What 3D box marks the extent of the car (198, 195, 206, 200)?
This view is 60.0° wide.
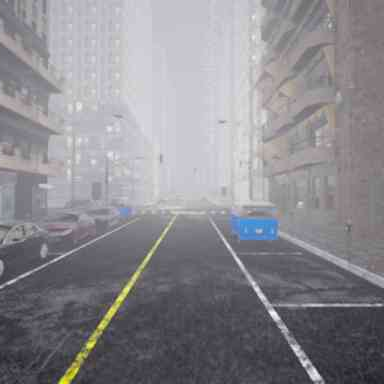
[{"bbox_3d":[2.711,1.501,92.283,1.947,1.339,4.313,1,0,0],"label":"car"}]

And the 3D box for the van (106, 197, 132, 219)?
[{"bbox_3d":[-5.807,1.323,26.273,1.690,1.788,3.998,1,0,0],"label":"van"}]

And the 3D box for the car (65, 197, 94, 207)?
[{"bbox_3d":[-16.488,1.464,48.920,4.097,1.590,1.967,0,-1,0],"label":"car"}]

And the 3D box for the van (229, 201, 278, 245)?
[{"bbox_3d":[2.709,1.331,15.244,1.690,1.788,3.998,1,0,0],"label":"van"}]

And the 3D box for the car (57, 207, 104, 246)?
[{"bbox_3d":[-5.643,1.572,15.192,1.802,1.307,4.206,1,0,0],"label":"car"}]

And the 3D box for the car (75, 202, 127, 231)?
[{"bbox_3d":[-5.642,1.552,20.732,1.947,1.339,4.313,1,0,0],"label":"car"}]

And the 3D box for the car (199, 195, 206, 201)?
[{"bbox_3d":[2.711,1.465,86.876,1.752,1.417,4.829,1,0,0],"label":"car"}]

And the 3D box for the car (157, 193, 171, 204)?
[{"bbox_3d":[-5.669,1.395,64.339,1.967,1.590,4.097,1,0,0],"label":"car"}]

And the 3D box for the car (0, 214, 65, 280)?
[{"bbox_3d":[-5.643,1.545,9.651,2.008,1.369,4.403,1,0,0],"label":"car"}]

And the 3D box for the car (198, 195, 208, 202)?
[{"bbox_3d":[2.709,1.529,75.551,1.802,1.307,4.206,1,0,0],"label":"car"}]

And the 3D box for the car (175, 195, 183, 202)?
[{"bbox_3d":[-2.994,1.425,75.709,1.882,1.535,5.008,0,0,0],"label":"car"}]
